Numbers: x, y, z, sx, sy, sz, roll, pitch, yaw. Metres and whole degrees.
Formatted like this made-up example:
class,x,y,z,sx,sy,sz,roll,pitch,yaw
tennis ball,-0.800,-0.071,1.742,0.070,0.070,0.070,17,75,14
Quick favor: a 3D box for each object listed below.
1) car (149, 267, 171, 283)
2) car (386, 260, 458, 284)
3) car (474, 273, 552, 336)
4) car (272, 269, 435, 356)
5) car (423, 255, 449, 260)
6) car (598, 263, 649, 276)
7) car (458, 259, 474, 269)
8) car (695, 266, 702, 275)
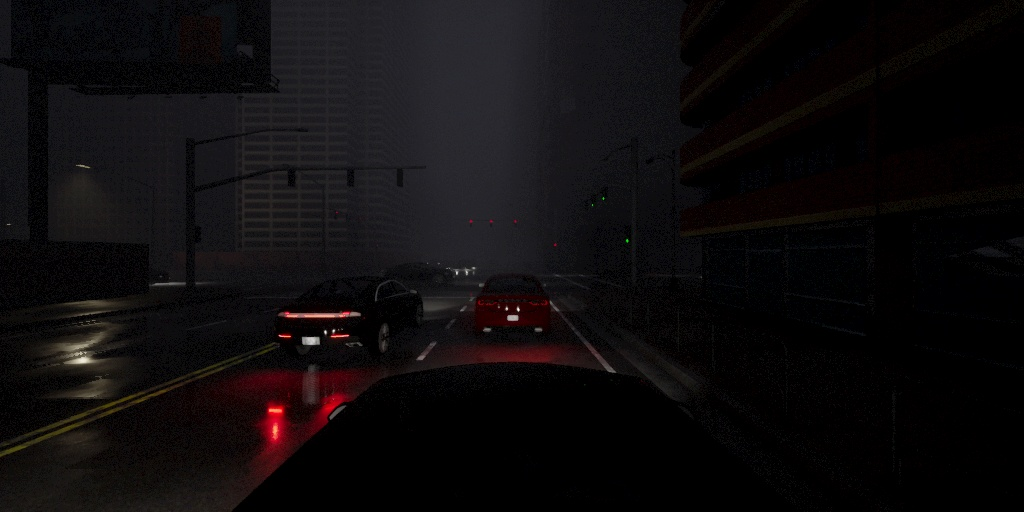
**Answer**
class,x,y,z,sx,sy,sz,roll,pitch,yaw
car,-27.438,1.314,25.970,4.181,1.385,1.994,0,0,0
car,-6.679,1.242,26.008,4.902,1.511,2.128,0,0,0
car,0.014,1.228,10.461,1.882,1.535,5.008,0,0,0
car,-3.475,1.242,8.573,2.128,1.511,4.902,0,0,-1
car,-10.952,1.102,51.728,2.097,1.767,4.553,0,0,0
car,11.333,1.351,36.766,4.718,1.301,1.895,0,0,2
car,-7.477,1.255,55.636,1.837,1.490,4.892,0,0,0
car,21.460,1.228,36.714,5.008,1.535,1.882,0,0,0
